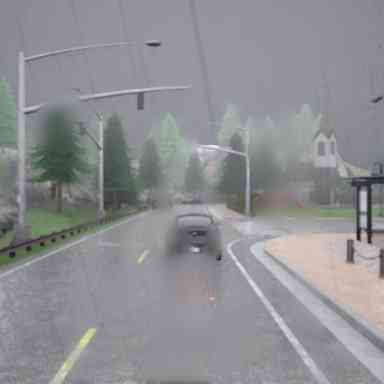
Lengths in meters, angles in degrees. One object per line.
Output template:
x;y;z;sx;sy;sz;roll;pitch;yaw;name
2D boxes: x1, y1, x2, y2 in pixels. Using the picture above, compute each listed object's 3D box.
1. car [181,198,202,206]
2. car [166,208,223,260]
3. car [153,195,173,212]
-0.012;1.736;61.122;2.033;1.411;5.357;0;0;30;car
0.090;1.544;12.582;1.837;1.490;4.892;0;0;0;car
-3.602;1.349;41.673;2.150;2.045;5.566;0;0;0;car
